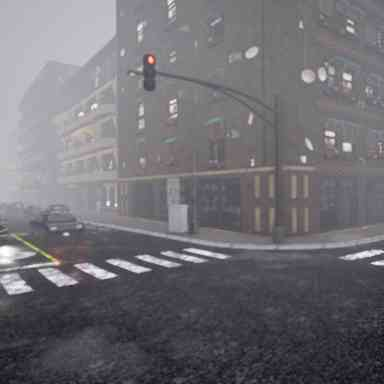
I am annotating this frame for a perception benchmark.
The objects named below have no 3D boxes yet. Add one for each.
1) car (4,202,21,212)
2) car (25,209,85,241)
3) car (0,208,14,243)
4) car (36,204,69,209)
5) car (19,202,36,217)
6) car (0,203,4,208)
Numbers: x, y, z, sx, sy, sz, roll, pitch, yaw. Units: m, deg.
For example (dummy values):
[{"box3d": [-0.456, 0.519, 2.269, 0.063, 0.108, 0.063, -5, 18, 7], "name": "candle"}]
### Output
[{"box3d": [-23.487, 2.076, 44.614, 1.967, 1.590, 4.097, -2, 0, -36], "name": "car"}, {"box3d": [-7.513, 1.821, 18.212, 1.895, 1.301, 4.718, -1, 0, -36], "name": "car"}, {"box3d": [-10.652, 1.785, 17.019, 1.837, 1.490, 4.892, -1, 0, -36], "name": "car"}, {"box3d": [-11.636, 1.779, 28.453, 1.967, 1.590, 4.097, -2, 0, -36], "name": "car"}, {"box3d": [-16.892, 2.052, 35.636, 1.802, 1.307, 4.206, -2, 0, -36], "name": "car"}, {"box3d": [-30.017, 2.382, 53.635, 1.802, 1.307, 4.206, -2, 0, -36], "name": "car"}]
